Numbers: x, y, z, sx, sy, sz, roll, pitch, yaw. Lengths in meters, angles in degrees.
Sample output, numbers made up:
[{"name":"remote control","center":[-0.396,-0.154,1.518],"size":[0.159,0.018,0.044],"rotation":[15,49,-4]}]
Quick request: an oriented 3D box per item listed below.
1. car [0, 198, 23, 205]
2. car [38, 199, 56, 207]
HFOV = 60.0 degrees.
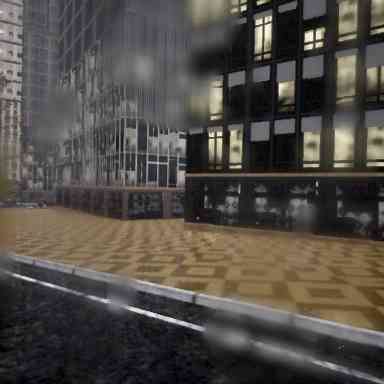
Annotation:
[{"name":"car","center":[-33.784,1.744,61.806],"size":[4.403,1.369,2.008],"rotation":[1,1,-34]},{"name":"car","center":[-24.658,1.982,58.504],"size":[4.507,1.381,1.887],"rotation":[1,1,-34]}]
